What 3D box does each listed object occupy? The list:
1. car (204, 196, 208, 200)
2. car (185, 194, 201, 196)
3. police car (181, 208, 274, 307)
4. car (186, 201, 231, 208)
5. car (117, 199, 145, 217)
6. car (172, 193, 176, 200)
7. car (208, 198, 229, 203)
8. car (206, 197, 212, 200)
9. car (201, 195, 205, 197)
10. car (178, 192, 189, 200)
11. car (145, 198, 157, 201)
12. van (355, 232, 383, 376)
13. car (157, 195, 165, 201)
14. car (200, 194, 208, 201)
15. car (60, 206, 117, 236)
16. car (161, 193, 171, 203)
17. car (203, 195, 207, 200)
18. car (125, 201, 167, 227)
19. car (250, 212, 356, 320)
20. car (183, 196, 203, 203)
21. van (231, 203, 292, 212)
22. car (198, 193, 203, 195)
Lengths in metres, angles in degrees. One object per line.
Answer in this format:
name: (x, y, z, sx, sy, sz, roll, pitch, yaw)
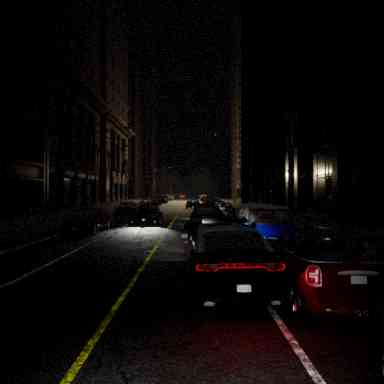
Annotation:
car: (2.772, 1.534, 41.046, 1.887, 1.381, 4.507, 1, 0, 0)
car: (0.135, 1.521, 56.622, 2.033, 1.411, 5.357, 0, 0, 0)
police car: (0.772, 1.427, 8.209, 1.930, 1.638, 5.238, 0, 0, -2)
car: (0.784, 1.478, 18.136, 1.882, 1.535, 5.008, 0, 0, 0)
car: (-5.780, 1.547, 29.812, 2.008, 1.369, 4.403, 1, 0, 0)
car: (-5.661, 1.505, 80.432, 1.947, 1.339, 4.313, 1, 0, 0)
car: (2.746, 1.547, 29.797, 2.008, 1.369, 4.403, 1, 0, 0)
car: (2.759, 1.538, 35.422, 1.887, 1.381, 4.507, 1, 0, 0)
car: (2.799, 1.523, 52.296, 1.887, 1.381, 4.507, 1, 0, 0)
car: (-2.783, 1.142, 93.136, 2.150, 2.045, 5.566, 0, 0, 0)
car: (-5.754, 1.514, 40.891, 1.752, 1.417, 4.829, 1, 0, 0)
van: (2.681, 1.341, 1.673, 1.690, 1.788, 3.998, 1, 0, 0)
car: (-5.727, 1.560, 52.310, 1.802, 1.307, 4.206, 1, 0, 0)
car: (2.866, 1.379, 80.420, 1.967, 1.590, 4.097, 1, 0, 0)
car: (-5.806, 1.544, 18.563, 1.887, 1.381, 4.507, 1, 0, 0)
car: (-5.699, 1.404, 63.559, 1.967, 1.590, 4.097, 1, 0, 0)
car: (2.786, 1.529, 46.671, 1.887, 1.381, 4.507, 1, 0, 0)
car: (-3.048, 1.563, 22.858, 1.994, 1.385, 4.181, 0, 0, 0)
car: (2.694, 1.441, 7.298, 1.967, 1.590, 4.097, 1, 0, 0)
car: (0.136, 1.587, 44.492, 1.895, 1.301, 4.718, 0, 0, 1)
van: (2.708, 1.342, 12.923, 1.690, 1.788, 3.998, 1, 0, 0)
car: (2.852, 1.492, 74.795, 1.887, 1.381, 4.507, 1, 0, 0)
